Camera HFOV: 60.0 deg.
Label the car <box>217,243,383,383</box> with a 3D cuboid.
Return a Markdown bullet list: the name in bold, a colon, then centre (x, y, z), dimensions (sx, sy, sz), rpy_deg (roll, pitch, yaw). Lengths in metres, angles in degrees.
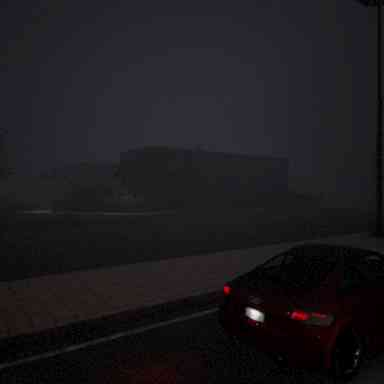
- **car**: centre (2.447, 1.566, 5.493), dimensions (4.181, 1.385, 1.994), rpy_deg (0, 0, -36)
